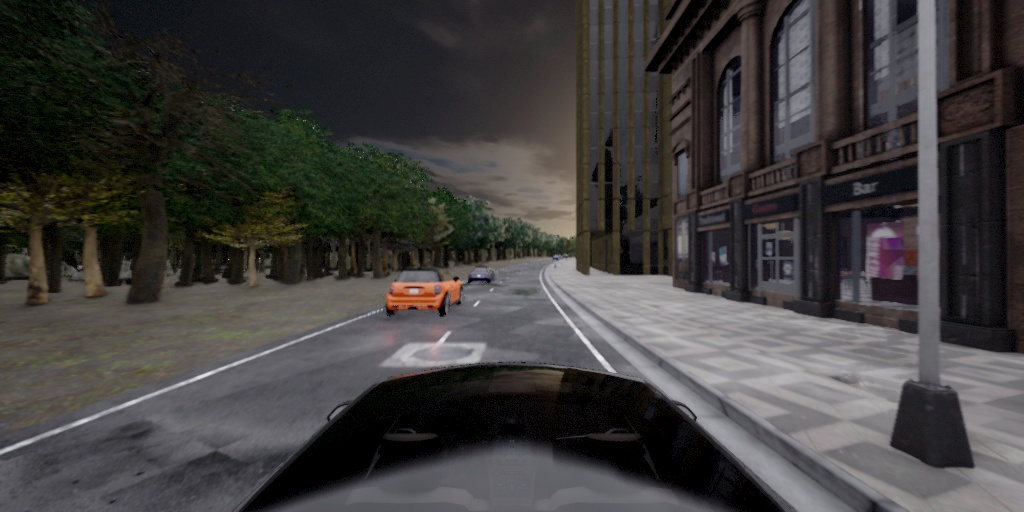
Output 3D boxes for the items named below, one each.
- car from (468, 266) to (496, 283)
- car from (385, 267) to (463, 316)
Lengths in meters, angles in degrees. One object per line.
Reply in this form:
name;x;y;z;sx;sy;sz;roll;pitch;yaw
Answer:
car;-2.554;1.584;31.061;1.994;1.385;4.181;0;-1;3
car;-3.235;1.216;14.137;2.097;1.767;4.553;0;-1;1
